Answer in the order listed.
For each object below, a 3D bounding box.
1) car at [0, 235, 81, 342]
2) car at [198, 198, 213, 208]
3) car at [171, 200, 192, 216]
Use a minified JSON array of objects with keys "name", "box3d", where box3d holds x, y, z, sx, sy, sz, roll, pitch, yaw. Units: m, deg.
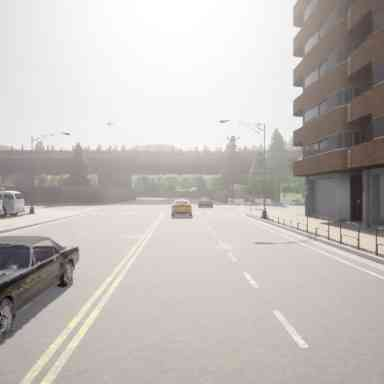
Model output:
[{"name":"car","box3d":[-3.781,1.601,6.500,1.895,1.301,4.718,0,0,-2]},{"name":"car","box3d":[1.914,1.530,48.381,1.994,1.385,4.181,0,0,-2]},{"name":"car","box3d":[-1.023,1.477,32.711,1.882,1.535,5.008,0,0,-2]}]
